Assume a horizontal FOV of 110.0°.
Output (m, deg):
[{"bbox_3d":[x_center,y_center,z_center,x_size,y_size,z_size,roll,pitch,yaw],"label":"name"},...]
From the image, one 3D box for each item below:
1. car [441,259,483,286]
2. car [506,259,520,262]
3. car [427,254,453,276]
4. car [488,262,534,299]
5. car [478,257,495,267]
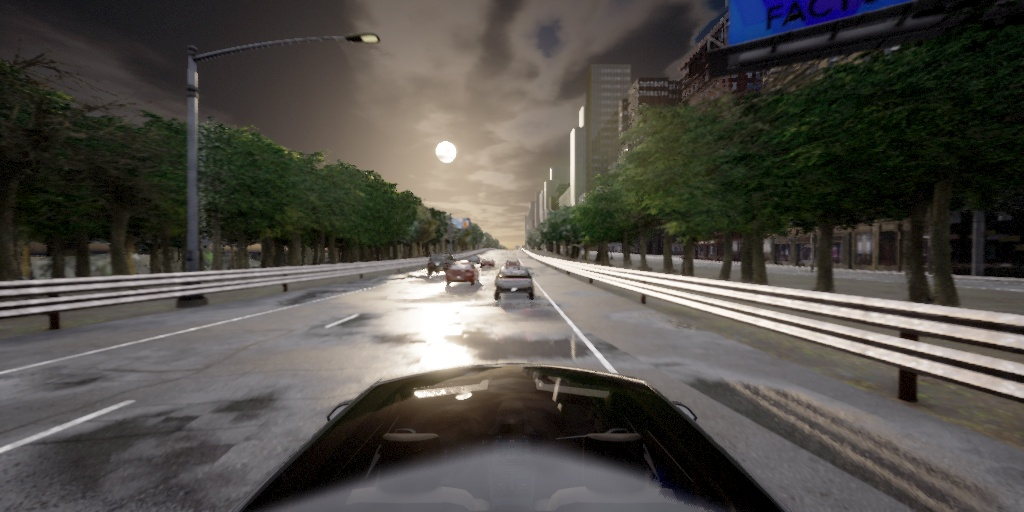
[{"bbox_3d":[-3.405,1.193,25.337,1.882,1.535,5.008,0,1,0],"label":"car"},{"bbox_3d":[0.089,1.022,47.631,1.895,1.301,4.718,0,1,0],"label":"car"},{"bbox_3d":[-6.908,0.831,35.862,2.150,2.045,5.566,0,1,0],"label":"car"},{"bbox_3d":[0.096,1.246,18.202,2.128,1.511,4.902,0,0,0],"label":"car"},{"bbox_3d":[-3.413,0.956,51.319,1.895,1.301,4.718,0,1,0],"label":"car"}]
